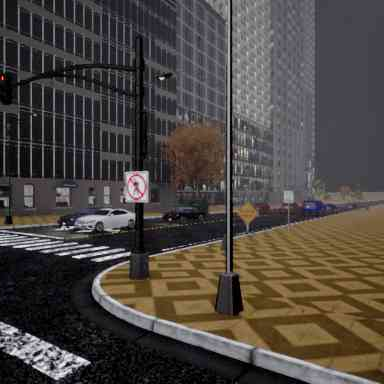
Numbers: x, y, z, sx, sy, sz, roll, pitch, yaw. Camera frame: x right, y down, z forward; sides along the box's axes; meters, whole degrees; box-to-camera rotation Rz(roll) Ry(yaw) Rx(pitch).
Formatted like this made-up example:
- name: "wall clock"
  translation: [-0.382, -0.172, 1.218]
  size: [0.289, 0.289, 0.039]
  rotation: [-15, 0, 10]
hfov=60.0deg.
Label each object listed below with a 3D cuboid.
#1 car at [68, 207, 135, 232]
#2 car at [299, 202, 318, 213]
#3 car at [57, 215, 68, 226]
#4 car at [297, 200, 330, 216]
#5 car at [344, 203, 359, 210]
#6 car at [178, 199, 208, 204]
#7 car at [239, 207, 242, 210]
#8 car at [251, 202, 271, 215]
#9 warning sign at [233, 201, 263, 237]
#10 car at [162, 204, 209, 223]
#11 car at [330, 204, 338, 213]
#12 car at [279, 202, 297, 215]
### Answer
- name: "car"
  translation: [-5.649, 1.827, 22.484]
  size: [1.812, 1.442, 4.674]
  rotation: [0, -1, 33]
- name: "car"
  translation: [19.194, 2.506, 54.728]
  size: [1.882, 1.535, 5.008]
  rotation: [0, -1, 33]
- name: "car"
  translation: [-7.525, 1.873, 25.536]
  size: [2.033, 1.411, 5.357]
  rotation: [0, -1, 33]
- name: "car"
  translation: [16.168, 2.065, 43.994]
  size: [2.150, 2.045, 5.566]
  rotation: [0, -1, 35]
- name: "car"
  translation: [31.516, 2.837, 65.715]
  size: [1.812, 1.442, 4.674]
  rotation: [0, -1, 33]
- name: "car"
  translation: [-0.147, 1.793, 36.951]
  size: [2.150, 2.045, 5.566]
  rotation: [0, -1, 33]
- name: "car"
  translation: [8.874, 2.465, 50.806]
  size: [1.895, 1.301, 4.718]
  rotation: [0, -1, 33]
- name: "car"
  translation: [8.965, 2.133, 45.018]
  size: [2.097, 1.767, 4.553]
  rotation: [0, -1, 33]
- name: "warning sign"
  translation: [3.115, 1.454, 18.570]
  size: [1.300, 1.860, 1.060]
  rotation: [1, 1, 33]
- name: "car"
  translation: [-0.658, 2.067, 30.176]
  size: [1.895, 1.301, 4.718]
  rotation: [0, -1, 33]
- name: "car"
  translation: [21.923, 2.558, 52.964]
  size: [1.812, 1.442, 4.674]
  rotation: [0, -1, 33]
- name: "car"
  translation: [13.848, 2.205, 46.362]
  size: [2.097, 1.767, 4.553]
  rotation: [0, -1, 33]
